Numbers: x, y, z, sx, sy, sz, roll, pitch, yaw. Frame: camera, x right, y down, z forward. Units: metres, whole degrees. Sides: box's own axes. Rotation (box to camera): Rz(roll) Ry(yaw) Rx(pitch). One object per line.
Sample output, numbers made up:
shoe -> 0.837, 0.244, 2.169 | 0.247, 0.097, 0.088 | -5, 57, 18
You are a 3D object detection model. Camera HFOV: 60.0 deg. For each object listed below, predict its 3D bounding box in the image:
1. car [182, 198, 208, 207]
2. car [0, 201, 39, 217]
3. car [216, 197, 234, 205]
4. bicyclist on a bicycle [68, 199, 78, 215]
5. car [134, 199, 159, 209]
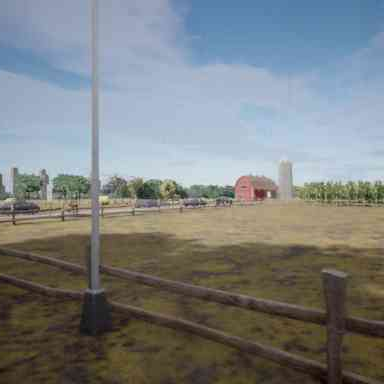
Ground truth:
car -> 0.477, 1.651, 54.422 | 2.033, 1.411, 5.357 | -2, -1, 36
car -> -17.938, 1.653, 33.361 | 1.837, 1.490, 4.892 | -2, -1, 35
car -> 6.152, 1.657, 62.557 | 1.837, 1.490, 4.892 | -2, -2, 35
bicyclist on a bicycle -> -11.486, 1.458, 32.128 | 1.656, 1.620, 0.582 | 0, 0, 35
car -> -6.717, 1.739, 49.234 | 1.994, 1.385, 4.181 | -2, -1, 35
